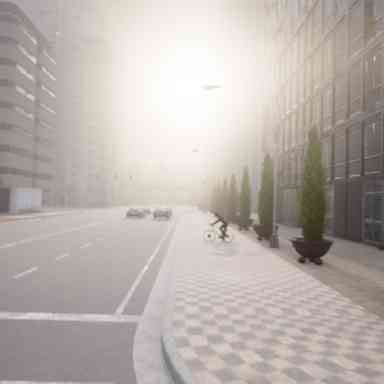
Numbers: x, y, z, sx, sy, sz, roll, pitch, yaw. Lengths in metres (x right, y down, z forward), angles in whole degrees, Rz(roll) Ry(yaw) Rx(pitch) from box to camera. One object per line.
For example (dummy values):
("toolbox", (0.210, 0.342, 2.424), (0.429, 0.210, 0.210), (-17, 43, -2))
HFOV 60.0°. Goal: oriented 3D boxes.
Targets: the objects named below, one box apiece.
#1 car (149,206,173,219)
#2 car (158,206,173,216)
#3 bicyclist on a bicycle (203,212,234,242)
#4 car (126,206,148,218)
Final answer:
("car", (-3.867, 2.632, 42.511), (2.128, 1.511, 4.902), (2, -2, -1))
("car", (-4.099, 2.949, 52.177), (2.033, 1.411, 5.357), (2, -2, -1))
("bicyclist on a bicycle", (1.435, 1.899, 17.823), (1.656, 1.620, 0.582), (1, -2, -1))
("car", (-7.340, 2.639, 43.489), (1.994, 1.385, 4.181), (2, -2, -1))
